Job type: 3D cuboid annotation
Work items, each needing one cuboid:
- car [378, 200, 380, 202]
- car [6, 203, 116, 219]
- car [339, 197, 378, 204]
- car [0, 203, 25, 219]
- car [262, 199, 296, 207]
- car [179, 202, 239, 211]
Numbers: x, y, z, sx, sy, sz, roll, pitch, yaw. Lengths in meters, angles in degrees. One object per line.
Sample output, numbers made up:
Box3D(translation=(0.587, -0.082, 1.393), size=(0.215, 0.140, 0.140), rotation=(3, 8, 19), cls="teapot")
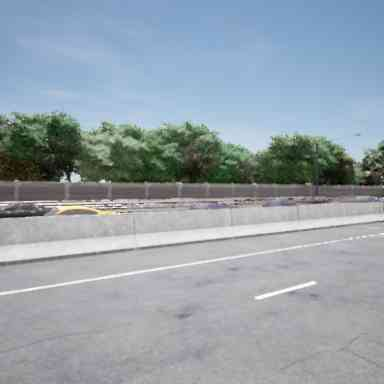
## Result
Box3D(translation=(20.883, 1.334, 40.308), size=(5.008, 1.535, 1.882), rotation=(0, 0, -35), cls="car")
Box3D(translation=(-6.265, 1.462, 16.710), size=(5.008, 1.535, 1.882), rotation=(0, 0, -35), cls="car")
Box3D(translation=(15.668, 1.390, 32.341), size=(4.892, 1.490, 1.837), rotation=(0, 0, -35), cls="car")
Box3D(translation=(-11.487, 1.495, 21.586), size=(4.892, 1.490, 1.837), rotation=(0, 0, -35), cls="car")
Box3D(translation=(9.597, 1.458, 36.609), size=(4.181, 1.385, 1.994), rotation=(0, 0, -35), cls="car")
Box3D(translation=(1.414, 1.488, 26.467), size=(5.357, 1.411, 2.033), rotation=(0, 0, -35), cls="car")
